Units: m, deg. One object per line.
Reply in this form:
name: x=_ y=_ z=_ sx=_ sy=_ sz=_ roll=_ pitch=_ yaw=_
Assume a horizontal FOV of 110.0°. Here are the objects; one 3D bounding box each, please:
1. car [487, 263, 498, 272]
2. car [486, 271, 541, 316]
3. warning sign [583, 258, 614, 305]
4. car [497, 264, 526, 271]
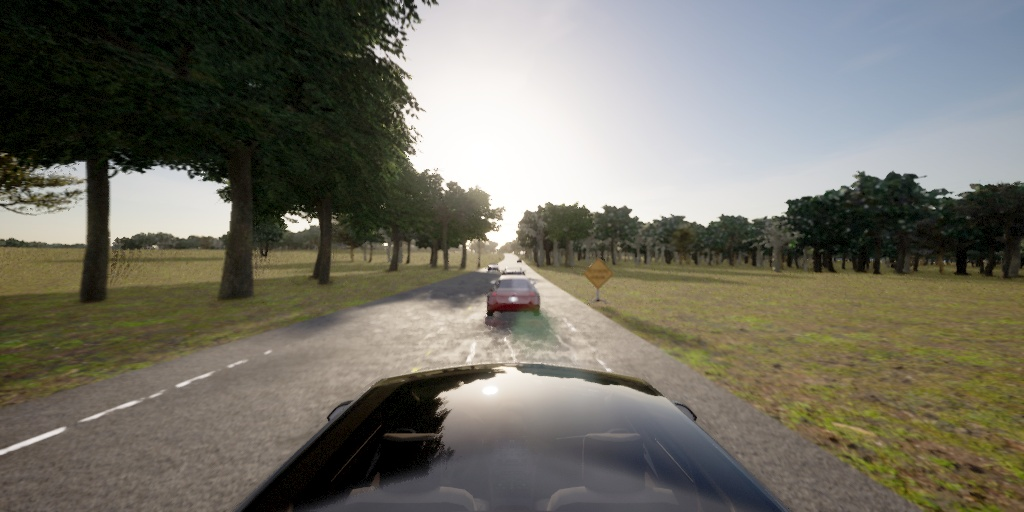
car: x=-3.086 y=1.864 z=60.241 sx=2.033 sy=1.411 sz=5.357 roll=0 pitch=0 yaw=2
car: x=0.074 y=1.464 z=14.273 sx=1.994 sy=1.385 sz=4.181 roll=0 pitch=-1 yaw=1
warning sign: x=3.575 y=1.023 z=14.998 sx=1.300 sy=1.860 sz=1.060 roll=0 pitch=0 yaw=0
car: x=0.149 y=1.557 z=29.061 sx=2.128 sy=1.511 sz=4.902 roll=0 pitch=-1 yaw=1
